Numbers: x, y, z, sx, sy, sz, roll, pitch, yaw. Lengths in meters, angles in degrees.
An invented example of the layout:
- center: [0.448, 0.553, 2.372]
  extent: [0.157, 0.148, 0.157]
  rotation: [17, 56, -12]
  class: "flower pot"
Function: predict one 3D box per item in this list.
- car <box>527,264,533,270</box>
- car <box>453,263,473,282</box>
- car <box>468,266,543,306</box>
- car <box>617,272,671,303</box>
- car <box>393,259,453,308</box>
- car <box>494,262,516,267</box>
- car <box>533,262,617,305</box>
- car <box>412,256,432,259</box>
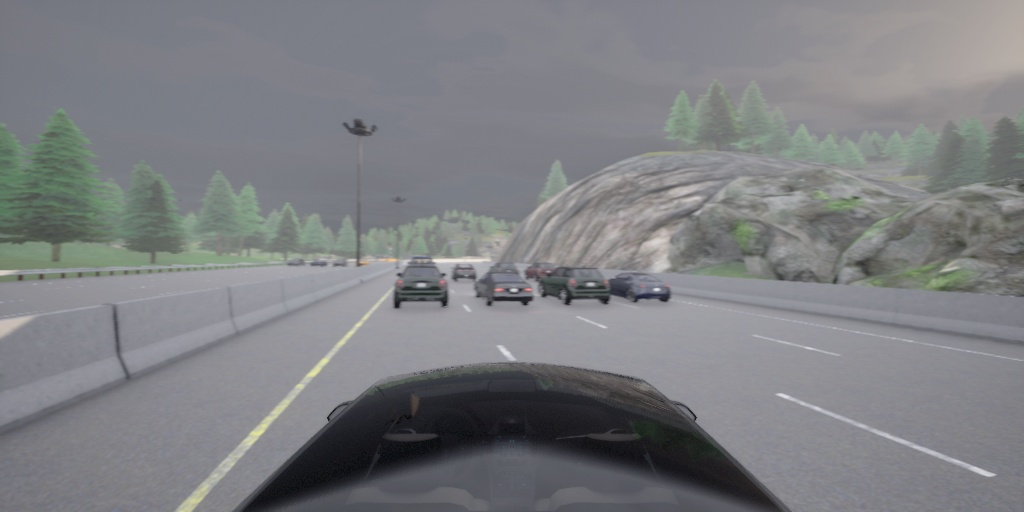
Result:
- center: [2.596, 1.355, 32.761]
  extent: [2.097, 1.767, 4.553]
  rotation: [1, -1, -14]
  class: "car"
- center: [-4.245, 1.388, 31.265]
  extent: [2.128, 1.511, 4.902]
  rotation: [1, 0, -14]
  class: "car"
- center: [-0.531, 1.393, 16.419]
  extent: [2.033, 1.411, 5.357]
  rotation: [1, 0, -14]
  class: "car"
- center: [6.178, 1.522, 18.457]
  extent: [1.994, 1.385, 4.181]
  rotation: [1, 0, -14]
  class: "car"
- center: [-3.944, 1.140, 15.662]
  extent: [2.097, 1.767, 4.553]
  rotation: [1, -1, -14]
  class: "car"
- center: [-0.799, 1.300, 31.915]
  extent: [2.097, 1.767, 4.553]
  rotation: [1, -1, -14]
  class: "car"
- center: [2.846, 1.251, 17.361]
  extent: [2.097, 1.767, 4.553]
  rotation: [1, -1, -14]
  class: "car"
- center: [-7.574, 1.056, 30.159]
  extent: [2.150, 2.045, 5.566]
  rotation: [1, 0, -14]
  class: "car"
